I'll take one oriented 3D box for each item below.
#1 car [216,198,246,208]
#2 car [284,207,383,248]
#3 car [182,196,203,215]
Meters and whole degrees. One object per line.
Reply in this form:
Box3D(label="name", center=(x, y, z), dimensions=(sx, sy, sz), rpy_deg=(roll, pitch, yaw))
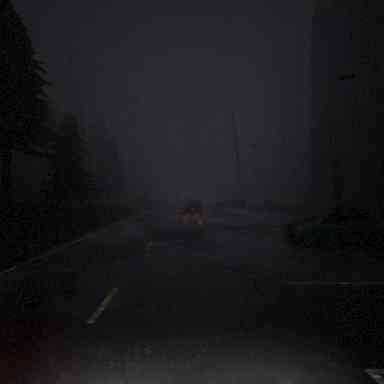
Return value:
Box3D(label="car", center=(5.511, 1.550, 47.234), dimensions=(4.181, 1.381, 1.994), rpy_deg=(0, 0, -1))
Box3D(label="car", center=(6.029, 1.483, 14.226), dimensions=(3.988, 1.617, 1.851), rpy_deg=(0, 0, -1))
Box3D(label="car", center=(0.066, 1.478, 33.545), dimensions=(1.882, 1.535, 5.008), rpy_deg=(0, 0, 0))
